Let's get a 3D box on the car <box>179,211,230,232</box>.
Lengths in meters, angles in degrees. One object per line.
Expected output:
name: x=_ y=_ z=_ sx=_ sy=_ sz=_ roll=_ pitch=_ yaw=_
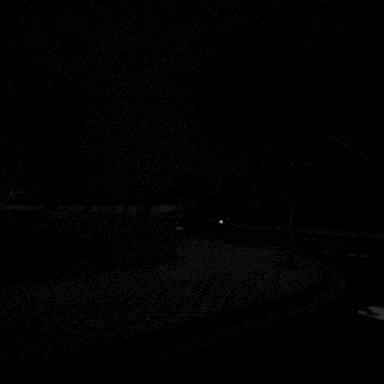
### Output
car: x=0.802 y=2.023 z=23.742 sx=1.994 sy=1.385 sz=4.181 roll=1 pitch=-2 yaw=-35

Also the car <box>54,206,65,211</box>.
car: x=-19.075 y=2.771 z=46.517 sx=1.837 sy=1.490 sz=4.892 roll=1 pitch=-2 yaw=-38
